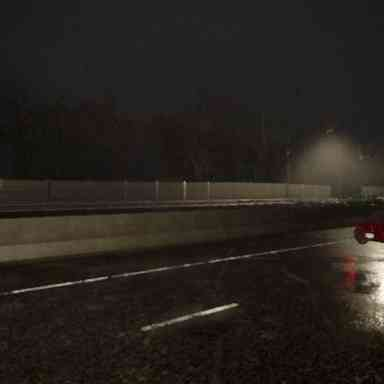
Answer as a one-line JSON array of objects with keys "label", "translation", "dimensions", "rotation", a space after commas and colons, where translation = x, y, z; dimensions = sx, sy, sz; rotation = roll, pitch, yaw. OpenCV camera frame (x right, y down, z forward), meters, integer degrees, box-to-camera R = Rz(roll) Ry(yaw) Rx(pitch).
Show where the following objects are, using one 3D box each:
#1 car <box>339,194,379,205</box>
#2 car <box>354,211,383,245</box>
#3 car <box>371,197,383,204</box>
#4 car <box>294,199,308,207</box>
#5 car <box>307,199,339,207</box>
[{"label": "car", "translation": [20.633, 1.274, 40.186], "dimensions": [5.566, 2.045, 2.150], "rotation": [0, 0, -35]}, {"label": "car", "translation": [8.812, 1.542, 14.331], "dimensions": [4.674, 1.442, 1.812], "rotation": [0, 0, -36]}, {"label": "car", "translation": [22.425, 1.555, 37.168], "dimensions": [4.892, 1.490, 1.837], "rotation": [0, 0, -35]}, {"label": "car", "translation": [15.901, 1.613, 45.405], "dimensions": [4.181, 1.385, 1.994], "rotation": [0, 0, -35]}, {"label": "car", "translation": [17.117, 1.648, 41.984], "dimensions": [4.718, 1.301, 1.895], "rotation": [0, 0, -35]}]
